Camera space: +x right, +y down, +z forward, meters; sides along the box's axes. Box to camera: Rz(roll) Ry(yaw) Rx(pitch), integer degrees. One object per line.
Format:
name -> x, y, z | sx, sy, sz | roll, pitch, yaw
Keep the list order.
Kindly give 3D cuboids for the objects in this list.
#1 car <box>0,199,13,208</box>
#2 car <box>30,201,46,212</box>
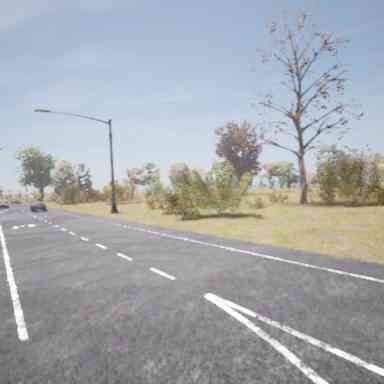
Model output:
car -> -39.995, 2.773, 70.801 | 2.033, 1.411, 5.357 | -3, 1, -24
car -> -23.243, 2.146, 50.260 | 2.128, 1.511, 4.902 | -3, 1, -31
